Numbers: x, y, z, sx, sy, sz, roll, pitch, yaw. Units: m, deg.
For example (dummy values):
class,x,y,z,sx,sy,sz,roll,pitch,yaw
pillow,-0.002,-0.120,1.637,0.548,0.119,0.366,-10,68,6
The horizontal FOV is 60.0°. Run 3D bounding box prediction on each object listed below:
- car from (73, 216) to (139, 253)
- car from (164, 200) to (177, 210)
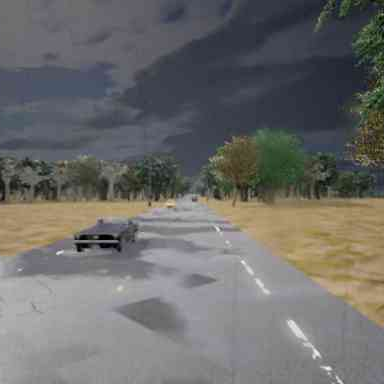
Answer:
class,x,y,z,sx,sy,sz,roll,pitch,yaw
car,-3.602,1.782,14.710,1.895,1.301,4.718,0,-1,0
car,-3.569,2.152,55.733,1.882,1.535,5.008,0,-1,0
